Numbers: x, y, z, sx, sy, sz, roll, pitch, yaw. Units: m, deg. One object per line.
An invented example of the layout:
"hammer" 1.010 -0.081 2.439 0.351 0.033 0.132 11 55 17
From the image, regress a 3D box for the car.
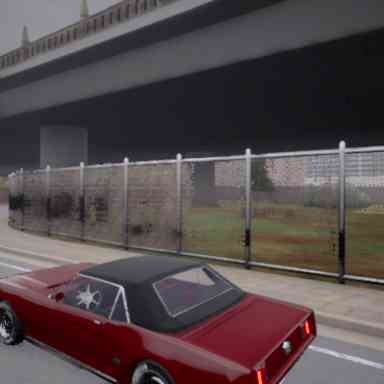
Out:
"car" -0.927 1.582 4.634 4.718 1.301 1.895 0 0 36
